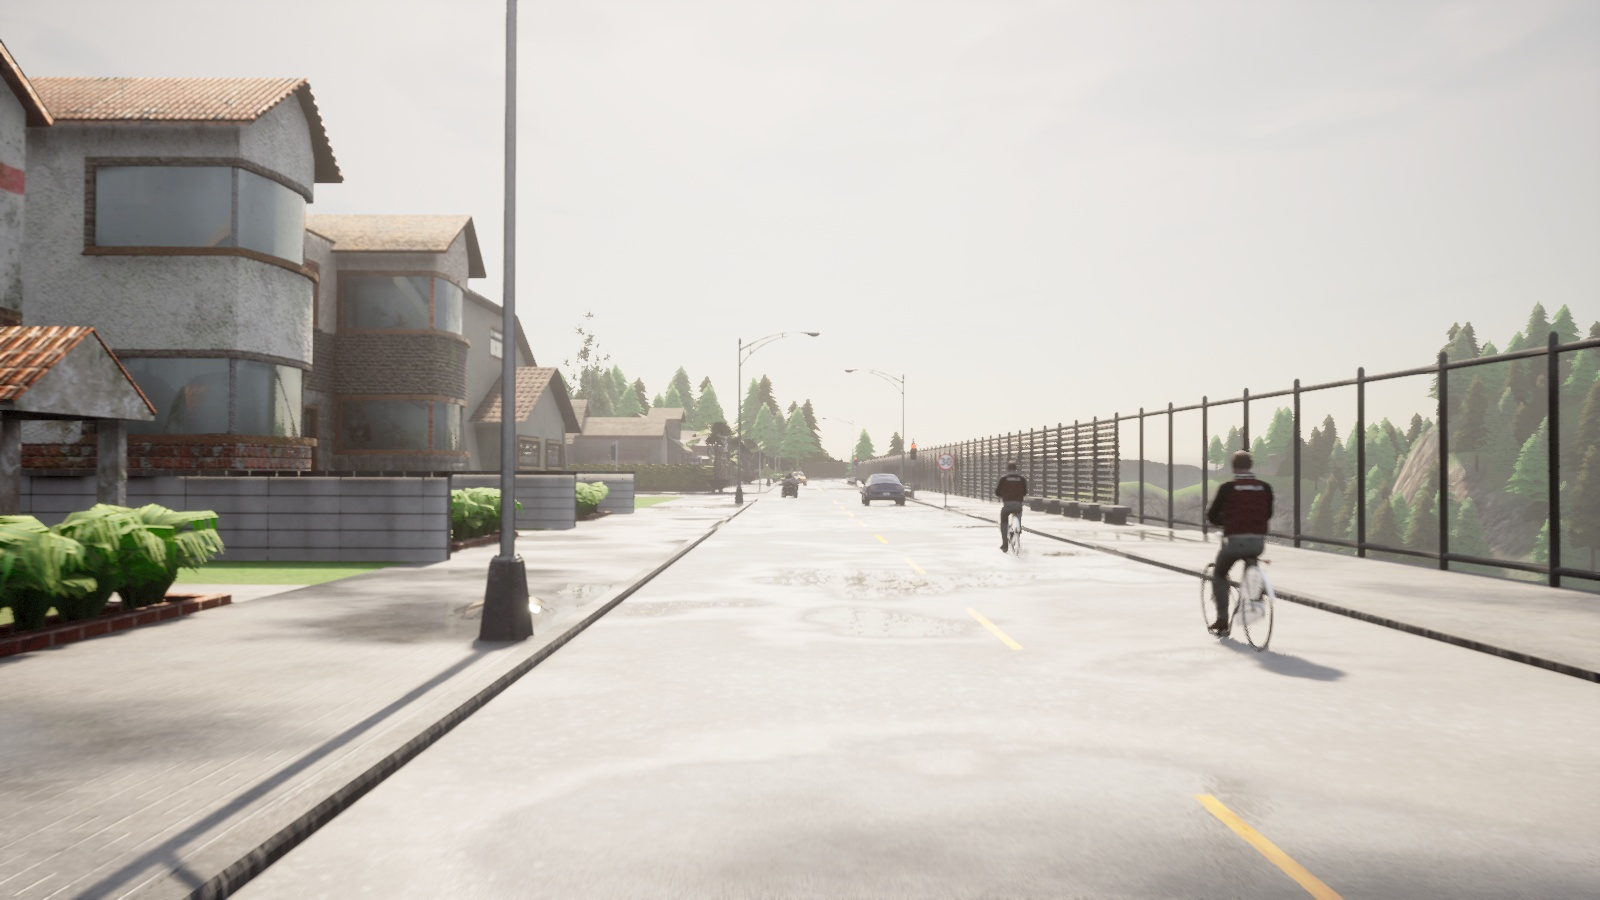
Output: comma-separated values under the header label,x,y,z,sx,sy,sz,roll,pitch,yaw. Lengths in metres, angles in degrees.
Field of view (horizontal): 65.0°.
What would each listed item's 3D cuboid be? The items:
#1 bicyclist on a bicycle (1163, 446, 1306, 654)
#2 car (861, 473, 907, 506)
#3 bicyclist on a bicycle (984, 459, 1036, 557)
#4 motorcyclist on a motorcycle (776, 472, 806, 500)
label,x,y,z,sx,sy,sz,roll,pitch,yaw
bicyclist on a bicycle,3.971,0.864,11.630,0.659,1.776,1.843,0,-1,0
car,3.856,1.801,58.276,1.812,1.442,4.674,0,-1,0
bicyclist on a bicycle,3.942,1.066,23.663,0.659,1.776,1.843,0,-1,0
motorcyclist on a motorcycle,-0.521,2.064,72.417,0.866,1.530,2.191,-2,0,-24
